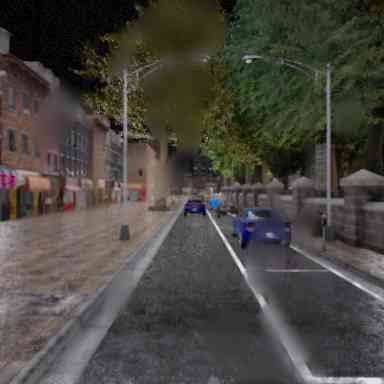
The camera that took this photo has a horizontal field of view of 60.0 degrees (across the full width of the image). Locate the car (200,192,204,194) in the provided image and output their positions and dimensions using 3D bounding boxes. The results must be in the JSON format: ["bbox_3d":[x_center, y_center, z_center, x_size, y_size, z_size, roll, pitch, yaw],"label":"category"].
[{"bbox_3d":[3.142,1.242,71.303,1.802,1.307,4.206,1,0,0],"label":"car"}]

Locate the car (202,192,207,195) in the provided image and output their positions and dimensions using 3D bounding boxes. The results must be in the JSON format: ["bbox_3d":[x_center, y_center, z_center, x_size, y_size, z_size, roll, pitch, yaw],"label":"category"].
[{"bbox_3d":[3.068,1.222,60.574,1.752,1.417,4.829,1,0,0],"label":"car"}]

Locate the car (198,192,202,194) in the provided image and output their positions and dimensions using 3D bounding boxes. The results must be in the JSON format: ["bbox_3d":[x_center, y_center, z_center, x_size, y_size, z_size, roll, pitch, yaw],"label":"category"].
[{"bbox_3d":[3.184,0.960,76.751,2.192,1.841,5.009,1,0,0],"label":"car"}]

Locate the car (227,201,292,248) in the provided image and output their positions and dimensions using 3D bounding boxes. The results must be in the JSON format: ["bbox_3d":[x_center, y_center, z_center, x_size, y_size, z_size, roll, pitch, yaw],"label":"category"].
[{"bbox_3d":[2.845,1.394,14.482,1.882,1.535,5.008,0,0,0],"label":"car"}]

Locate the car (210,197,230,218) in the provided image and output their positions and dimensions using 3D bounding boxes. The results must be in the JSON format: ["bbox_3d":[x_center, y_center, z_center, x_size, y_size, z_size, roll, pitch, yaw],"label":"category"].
[{"bbox_3d":[2.835,1.394,27.709,2.008,1.369,4.403,1,0,0],"label":"car"}]

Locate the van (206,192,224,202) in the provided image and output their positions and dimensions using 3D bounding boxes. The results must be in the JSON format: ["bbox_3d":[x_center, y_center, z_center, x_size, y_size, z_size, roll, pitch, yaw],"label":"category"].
[{"bbox_3d":[2.915,1.131,38.606,1.690,1.788,3.998,1,0,0],"label":"van"}]

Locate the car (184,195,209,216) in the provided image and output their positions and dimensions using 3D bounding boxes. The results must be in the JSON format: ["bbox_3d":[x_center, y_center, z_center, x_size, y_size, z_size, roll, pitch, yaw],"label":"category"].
[{"bbox_3d":[0.275,1.303,30.353,1.882,1.535,5.008,0,0,1],"label":"car"}]
